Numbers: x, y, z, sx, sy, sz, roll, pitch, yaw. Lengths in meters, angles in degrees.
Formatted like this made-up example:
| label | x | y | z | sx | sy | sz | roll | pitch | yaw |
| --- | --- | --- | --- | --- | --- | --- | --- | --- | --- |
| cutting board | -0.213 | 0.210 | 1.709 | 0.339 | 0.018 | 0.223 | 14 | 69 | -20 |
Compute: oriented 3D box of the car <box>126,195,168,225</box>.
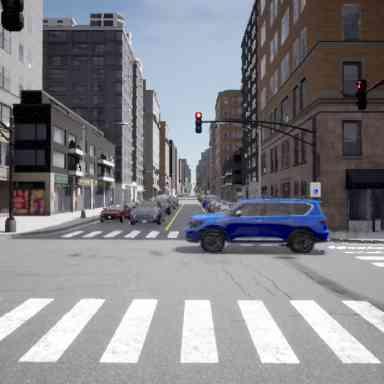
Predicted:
| label | x | y | z | sx | sy | sz | roll | pitch | yaw |
| --- | --- | --- | --- | --- | --- | --- | --- | --- | --- |
| car | -3.137 | 1.358 | 24.112 | 2.097 | 1.767 | 4.553 | 0 | 0 | 0 |

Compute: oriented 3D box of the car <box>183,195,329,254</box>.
| label | x | y | z | sx | sy | sz | roll | pitch | yaw |
| --- | --- | --- | --- | --- | --- | --- | --- | --- | --- |
| car | 2.529 | 1.274 | 13.287 | 5.566 | 2.045 | 2.150 | 1 | -1 | 0 |

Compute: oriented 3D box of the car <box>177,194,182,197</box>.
| label | x | y | z | sx | sy | sz | roll | pitch | yaw |
| --- | --- | --- | --- | --- | --- | --- | --- | --- | --- |
| car | -3.143 | 1.509 | 54.110 | 2.128 | 1.511 | 4.902 | 0 | 0 | 0 |

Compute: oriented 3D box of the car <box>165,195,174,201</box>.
| label | x | y | z | sx | sy | sz | roll | pitch | yaw |
| --- | --- | --- | --- | --- | --- | --- | --- | --- | --- |
| car | -5.998 | 1.603 | 88.417 | 1.947 | 1.339 | 4.313 | 1 | 0 | 0 |

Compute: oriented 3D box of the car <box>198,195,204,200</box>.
| label | x | y | z | sx | sy | sz | roll | pitch | yaw |
| --- | --- | --- | --- | --- | --- | --- | --- | --- | --- |
| car | 2.519 | 1.565 | 94.271 | 1.752 | 1.417 | 4.829 | 1 | 0 | 0 |

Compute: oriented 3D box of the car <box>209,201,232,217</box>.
| label | x | y | z | sx | sy | sz | roll | pitch | yaw |
| --- | --- | --- | --- | --- | --- | --- | --- | --- | --- |
| car | 2.623 | 1.589 | 31.694 | 1.802 | 1.307 | 4.206 | 1 | 0 | 0 |

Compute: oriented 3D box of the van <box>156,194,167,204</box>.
| label | x | y | z | sx | sy | sz | roll | pitch | yaw |
| --- | --- | --- | --- | --- | --- | --- | --- | --- | --- |
| van | -5.958 | 1.365 | 65.725 | 1.690 | 1.788 | 3.998 | 1 | 0 | 0 |

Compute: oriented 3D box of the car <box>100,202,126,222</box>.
| label | x | y | z | sx | sy | sz | roll | pitch | yaw |
| --- | --- | --- | --- | --- | --- | --- | --- | --- | --- |
| car | -5.893 | 1.551 | 26.015 | 1.887 | 1.381 | 4.507 | 1 | 0 | 0 |

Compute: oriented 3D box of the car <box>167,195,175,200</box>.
| label | x | y | z | sx | sy | sz | roll | pitch | yaw |
| --- | --- | --- | --- | --- | --- | --- | --- | --- | --- |
| car | -6.007 | 1.585 | 94.089 | 1.887 | 1.381 | 4.507 | 1 | 0 | 0 |

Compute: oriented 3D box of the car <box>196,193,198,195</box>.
| label | x | y | z | sx | sy | sz | roll | pitch | yaw |
| --- | --- | --- | --- | --- | --- | --- | --- | --- | --- |
| car | 2.539 | 1.349 | 82.754 | 2.192 | 1.841 | 5.009 | 1 | 0 | 0 |

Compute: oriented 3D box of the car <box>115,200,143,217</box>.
| label | x | y | z | sx | sy | sz | roll | pitch | yaw |
| --- | --- | --- | --- | --- | --- | --- | --- | --- | --- |
| car | -5.902 | 1.552 | 31.688 | 1.887 | 1.381 | 4.507 | 1 | 0 | 0 |

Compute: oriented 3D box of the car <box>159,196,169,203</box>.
| label | x | y | z | sx | sy | sz | roll | pitch | yaw |
| --- | --- | --- | --- | --- | --- | --- | --- | --- | --- |
| car | -5.969 | 1.609 | 71.398 | 1.802 | 1.307 | 4.206 | 1 | 0 | 0 |

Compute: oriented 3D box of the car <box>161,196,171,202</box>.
| label | x | y | z | sx | sy | sz | roll | pitch | yaw |
| --- | --- | --- | --- | --- | --- | --- | --- | --- | --- |
| car | -5.979 | 1.582 | 77.071 | 2.008 | 1.369 | 4.403 | 1 | 0 | 0 |

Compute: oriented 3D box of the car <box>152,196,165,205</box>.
| label | x | y | z | sx | sy | sz | roll | pitch | yaw |
| --- | --- | --- | --- | --- | --- | --- | --- | --- | --- |
| car | -5.949 | 1.461 | 60.052 | 1.967 | 1.590 | 4.097 | 1 | 0 | 0 |

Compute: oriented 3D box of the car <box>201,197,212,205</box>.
| label | x | y | z | sx | sy | sz | roll | pitch | yaw |
| --- | --- | --- | --- | --- | --- | --- | --- | --- | --- |
| car | 2.575 | 1.602 | 60.060 | 1.802 | 1.307 | 4.206 | 1 | 0 | 0 |

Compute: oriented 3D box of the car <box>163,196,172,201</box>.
| label | x | y | z | sx | sy | sz | roll | pitch | yaw |
| --- | --- | --- | --- | --- | --- | --- | --- | --- | --- |
| car | -5.989 | 1.600 | 82.744 | 1.947 | 1.339 | 4.313 | 1 | 0 | 0 |

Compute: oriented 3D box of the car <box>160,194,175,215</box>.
| label | x | y | z | sx | sy | sz | roll | pitch | yaw |
| --- | --- | --- | --- | --- | --- | --- | --- | --- | --- |
| car | -3.154 | 1.360 | 33.932 | 2.097 | 1.767 | 4.553 | 0 | 0 | 0 |

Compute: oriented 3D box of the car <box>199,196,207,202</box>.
| label | x | y | z | sx | sy | sz | roll | pitch | yaw |
| --- | --- | --- | --- | --- | --- | --- | --- | --- | --- |
| car | 2.547 | 1.556 | 77.250 | 1.752 | 1.417 | 4.829 | 1 | 0 | 0 |

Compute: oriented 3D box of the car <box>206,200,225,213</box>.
| label | x | y | z | sx | sy | sz | roll | pitch | yaw |
| --- | --- | --- | --- | --- | --- | --- | --- | --- | --- |
| car | 2.613 | 1.591 | 37.367 | 1.802 | 1.307 | 4.206 | 1 | 0 | 0 |

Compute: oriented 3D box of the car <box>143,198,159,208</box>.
| label | x | y | z | sx | sy | sz | roll | pitch | yaw |
| --- | --- | --- | --- | --- | --- | --- | --- | --- | --- |
| car | -5.931 | 1.596 | 48.707 | 1.802 | 1.307 | 4.206 | 1 | 0 | 0 |

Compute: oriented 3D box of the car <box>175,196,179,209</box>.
| label | x | y | z | sx | sy | sz | roll | pitch | yaw |
| --- | --- | --- | --- | --- | --- | --- | --- | --- | --- |
| car | -3.157 | 1.576 | 43.877 | 1.994 | 1.385 | 4.181 | 0 | 0 | 1 |

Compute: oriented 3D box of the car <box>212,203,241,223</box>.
| label | x | y | z | sx | sy | sz | roll | pitch | yaw |
| --- | --- | --- | --- | --- | --- | --- | --- | --- | --- |
| car | 2.633 | 1.588 | 26.020 | 1.802 | 1.307 | 4.206 | 1 | 0 | 0 |
